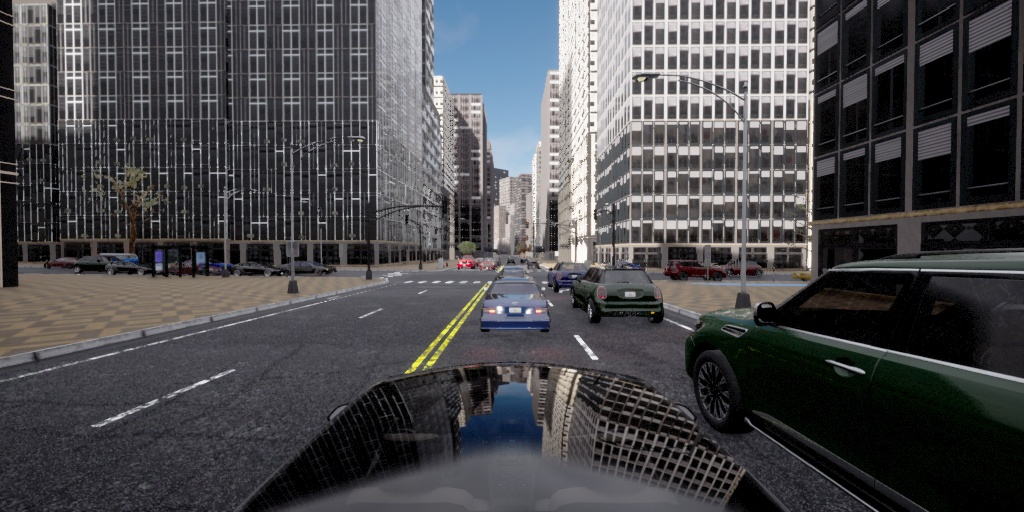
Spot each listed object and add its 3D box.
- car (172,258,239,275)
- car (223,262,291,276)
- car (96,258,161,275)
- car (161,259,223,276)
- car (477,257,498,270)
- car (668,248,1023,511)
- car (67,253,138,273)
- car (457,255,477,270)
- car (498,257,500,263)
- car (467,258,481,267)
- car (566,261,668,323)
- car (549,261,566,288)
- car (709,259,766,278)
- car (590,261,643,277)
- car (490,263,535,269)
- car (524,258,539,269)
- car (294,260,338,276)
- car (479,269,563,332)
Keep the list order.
[{"bbox_3d":[-29.850,0.977,35.034,5.008,1.535,1.882,1,1,1],"label":"car"},{"bbox_3d":[-22.804,1.173,32.199,4.313,1.339,1.948,0,0,1],"label":"car"},{"bbox_3d":[-34.170,1.069,32.478,4.313,1.339,1.948,0,0,1],"label":"car"},{"bbox_3d":[-28.489,1.137,32.318,4.207,1.307,1.802,0,0,1],"label":"car"},{"bbox_3d":[-3.432,1.068,51.209,2.097,1.767,4.553,0,0,-1],"label":"car"},{"bbox_3d":[3.345,0.971,2.371,2.150,2.045,5.566,0,0,0],"label":"car"},{"bbox_3d":[-39.881,0.760,35.219,4.553,1.767,2.097,1,1,1],"label":"car"},{"bbox_3d":[-6.713,0.935,53.353,2.150,2.045,5.566,0,0,0],"label":"car"},{"bbox_3d":[-3.471,1.232,60.053,1.812,1.442,4.674,0,0,0],"label":"car"},{"bbox_3d":[-6.708,1.179,63.698,1.882,1.535,5.008,0,0,1],"label":"car"},{"bbox_3d":[3.325,1.098,12.217,2.097,1.767,4.553,0,0,0],"label":"car"},{"bbox_3d":[3.303,1.092,21.082,2.097,1.767,4.553,0,0,0],"label":"car"},{"bbox_3d":[23.426,1.276,37.431,4.553,1.767,2.097,1,1,1],"label":"car"},{"bbox_3d":[10.873,1.293,37.513,5.008,1.535,1.882,0,1,-1],"label":"car"},{"bbox_3d":[0.055,1.304,20.014,1.994,1.385,4.181,0,0,0],"label":"car"},{"bbox_3d":[3.197,1.216,55.339,1.837,1.490,4.892,0,0,0],"label":"car"},{"bbox_3d":[-19.989,1.136,34.856,5.357,1.411,2.033,1,1,1],"label":"car"},{"bbox_3d":[0.080,1.293,10.771,2.033,1.411,5.357,0,0,0],"label":"car"}]
